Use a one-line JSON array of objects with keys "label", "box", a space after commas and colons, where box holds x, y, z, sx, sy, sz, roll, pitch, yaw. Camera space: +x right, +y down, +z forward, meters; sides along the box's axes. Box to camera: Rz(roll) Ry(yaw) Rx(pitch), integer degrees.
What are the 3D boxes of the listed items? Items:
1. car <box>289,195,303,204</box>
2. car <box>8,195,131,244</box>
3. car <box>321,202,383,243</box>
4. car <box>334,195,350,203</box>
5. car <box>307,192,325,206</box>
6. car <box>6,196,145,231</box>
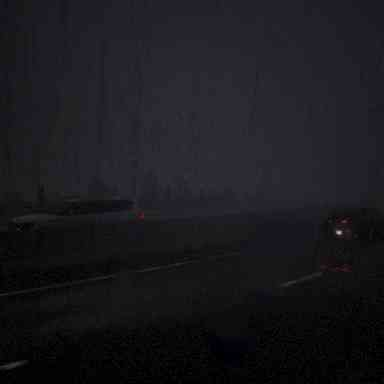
[{"label": "car", "box": [17.353, 1.204, 55.419, 1.882, 1.535, 5.008, 0, 0, 22]}, {"label": "car", "box": [-6.150, 1.237, 17.155, 5.566, 2.045, 2.150, -1, 0, -40]}, {"label": "car", "box": [7.815, 1.405, 15.513, 4.892, 1.490, 1.837, -1, 0, -45]}, {"label": "car", "box": [20.527, 1.213, 45.428, 2.128, 1.511, 4.902, 0, 0, 26]}, {"label": "car", "box": [18.386, 0.954, 48.999, 2.150, 2.045, 5.566, 0, 0, 25]}, {"label": "car", "box": [-4.611, 1.231, 13.903, 5.566, 2.045, 2.150, -1, 0, -39]}]
